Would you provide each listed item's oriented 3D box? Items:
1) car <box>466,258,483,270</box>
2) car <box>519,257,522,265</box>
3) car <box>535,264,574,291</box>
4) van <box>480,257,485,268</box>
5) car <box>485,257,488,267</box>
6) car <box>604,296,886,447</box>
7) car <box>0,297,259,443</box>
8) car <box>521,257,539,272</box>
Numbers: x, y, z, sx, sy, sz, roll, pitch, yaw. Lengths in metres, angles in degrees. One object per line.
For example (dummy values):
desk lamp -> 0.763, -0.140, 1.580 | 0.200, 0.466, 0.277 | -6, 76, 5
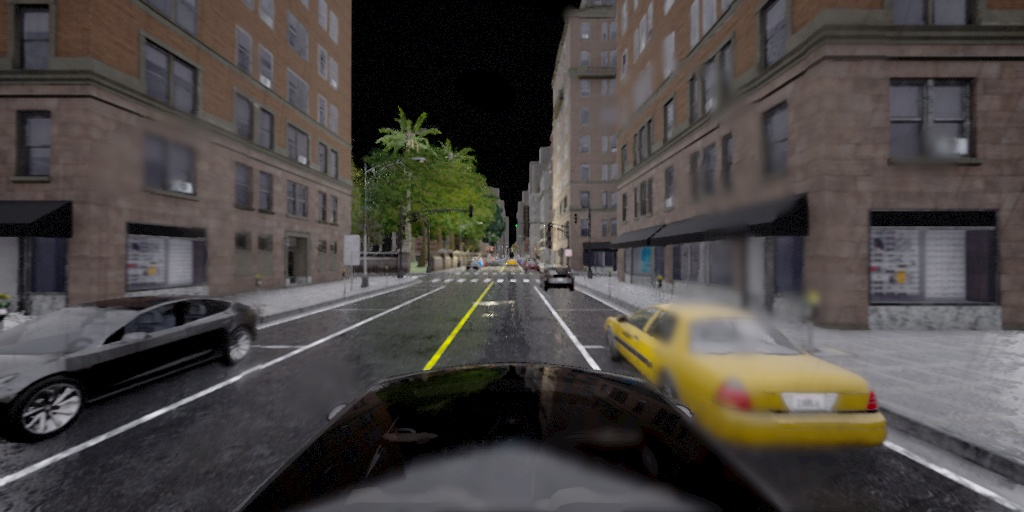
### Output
car -> -5.859, 1.406, 53.863 | 1.948, 1.339, 4.313 | 0, 0, 0
car -> 2.666, 1.155, 53.846 | 2.192, 1.841, 5.009 | 0, 0, 0
car -> 2.667, 1.345, 21.874 | 1.948, 1.339, 4.313 | 0, 0, 0
van -> -5.859, 1.191, 59.270 | 1.690, 1.789, 3.998 | 0, 0, 0
car -> -5.860, 1.301, 64.678 | 1.967, 1.591, 4.097 | 0, 0, 0
car -> 2.668, 1.280, 5.522 | 1.751, 1.417, 4.829 | 0, 0, 0
car -> -5.858, 1.320, 5.367 | 1.948, 1.339, 4.313 | 0, 0, 0
car -> 2.666, 1.270, 48.438 | 1.967, 1.591, 4.097 | 0, 0, 0
